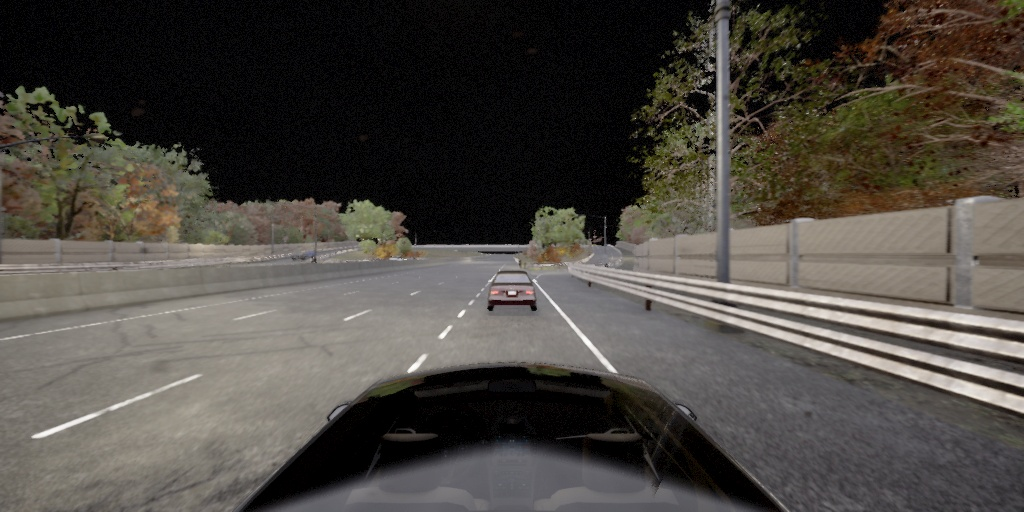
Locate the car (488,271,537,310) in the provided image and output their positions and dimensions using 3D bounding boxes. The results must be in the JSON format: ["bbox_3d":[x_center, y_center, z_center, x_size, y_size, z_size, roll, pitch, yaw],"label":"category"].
[{"bbox_3d":[0.006,1.306,14.724,2.033,1.411,5.357,0,0,0],"label":"car"}]
